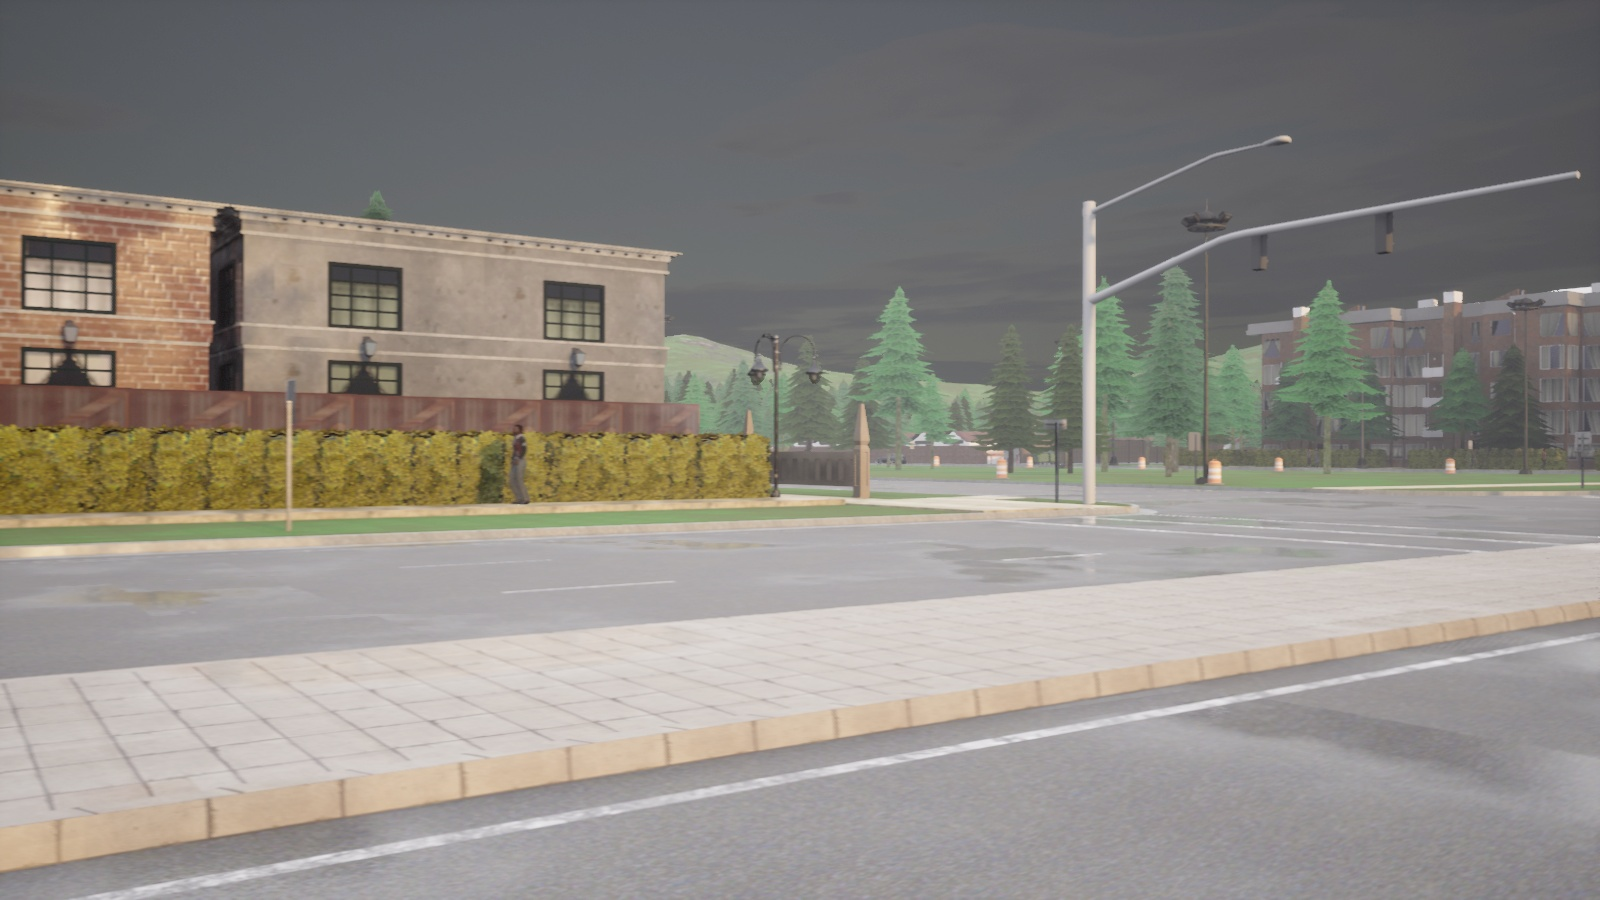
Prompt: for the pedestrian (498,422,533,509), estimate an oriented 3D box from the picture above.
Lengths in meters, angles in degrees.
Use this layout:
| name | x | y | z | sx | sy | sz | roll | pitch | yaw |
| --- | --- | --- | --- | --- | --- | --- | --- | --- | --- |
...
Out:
| name | x | y | z | sx | sy | sz | roll | pitch | yaw |
| --- | --- | --- | --- | --- | --- | --- | --- | --- | --- |
| pedestrian | -6.406 | 0.337 | 28.252 | 0.666 | 1.930 | 0.402 | 0 | 0 | -35 |
